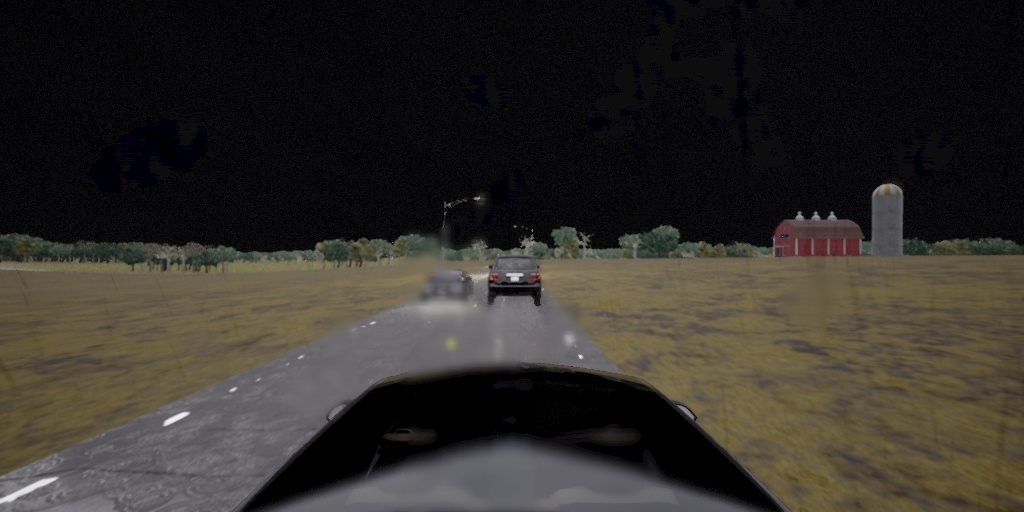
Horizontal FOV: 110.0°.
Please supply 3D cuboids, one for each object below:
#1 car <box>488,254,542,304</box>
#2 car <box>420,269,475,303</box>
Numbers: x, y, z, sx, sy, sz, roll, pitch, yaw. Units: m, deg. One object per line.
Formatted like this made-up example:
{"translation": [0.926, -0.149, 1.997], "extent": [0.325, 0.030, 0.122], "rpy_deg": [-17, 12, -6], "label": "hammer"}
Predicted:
{"translation": [0.108, 0.954, 16.201], "extent": [2.150, 2.045, 5.566], "rpy_deg": [0, 0, 0], "label": "car"}
{"translation": [-2.826, 1.296, 16.445], "extent": [1.994, 1.385, 4.181], "rpy_deg": [0, 0, 0], "label": "car"}
